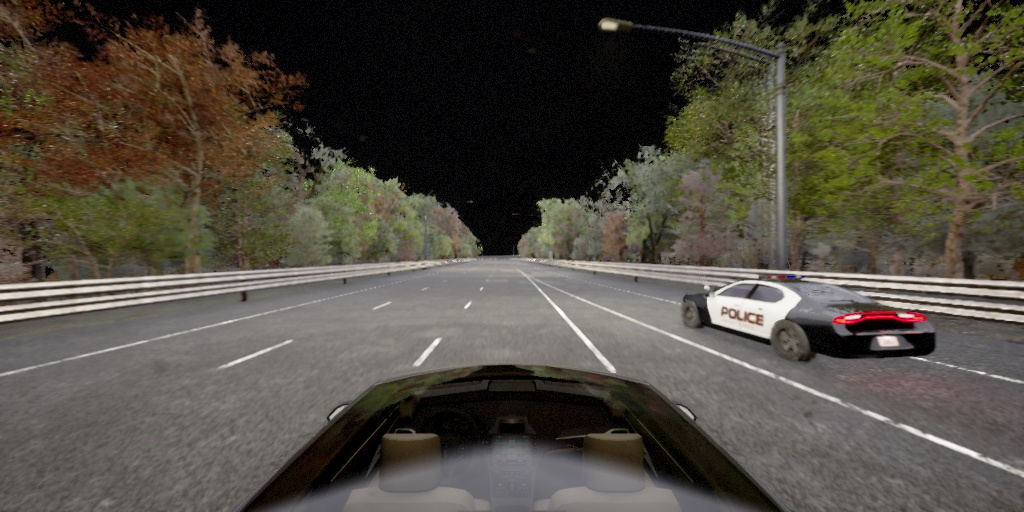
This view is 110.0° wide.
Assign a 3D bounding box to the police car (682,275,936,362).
[{"bbox_3d":[5.904,1.220,8.278,2.038,1.542,4.974,0,0,-6],"label":"police car"}]
